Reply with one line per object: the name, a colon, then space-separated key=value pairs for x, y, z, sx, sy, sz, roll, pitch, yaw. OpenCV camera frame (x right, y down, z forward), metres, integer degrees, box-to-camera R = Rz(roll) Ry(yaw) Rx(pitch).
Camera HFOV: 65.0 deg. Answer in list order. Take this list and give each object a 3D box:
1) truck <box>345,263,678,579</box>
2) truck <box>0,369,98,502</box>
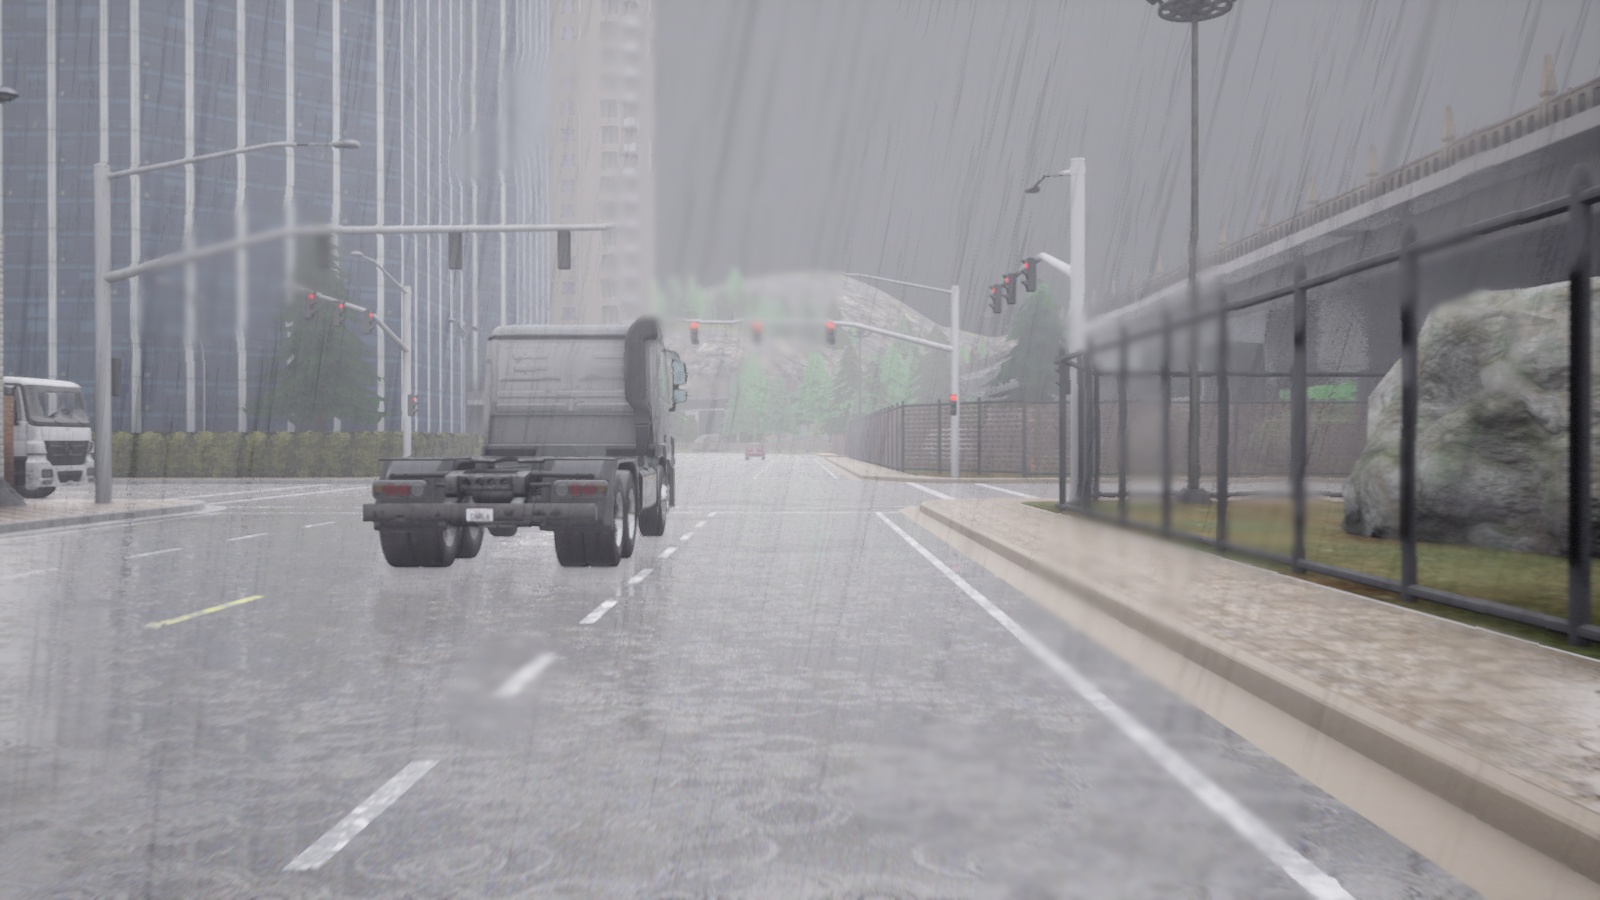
truck: x=-3.547 y=-0.338 z=17.724 sx=2.891 sy=3.462 sz=7.936 roll=0 pitch=0 yaw=0
truck: x=-23.928 y=-0.391 z=34.268 sx=7.936 sy=3.462 sz=2.891 roll=0 pitch=0 yaw=0
